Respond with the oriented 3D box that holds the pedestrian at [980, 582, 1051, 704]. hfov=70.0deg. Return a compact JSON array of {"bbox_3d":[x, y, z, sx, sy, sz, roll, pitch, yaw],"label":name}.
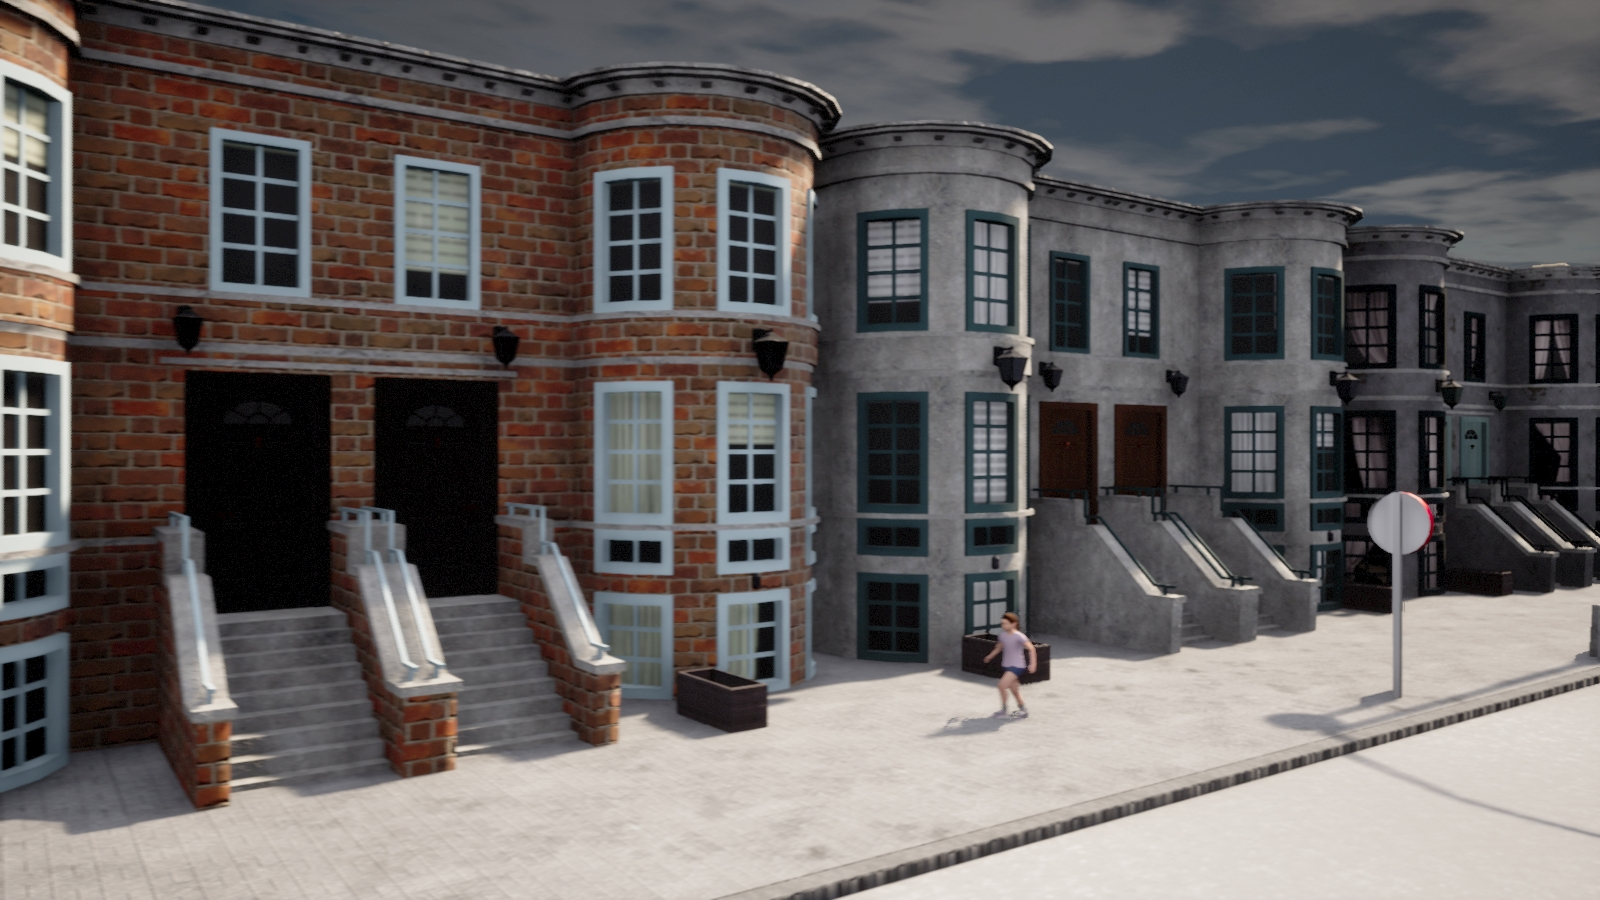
[{"bbox_3d":[2.150,1.911,11.418,0.500,1.100,0.500,0,0,-27],"label":"pedestrian"}]
